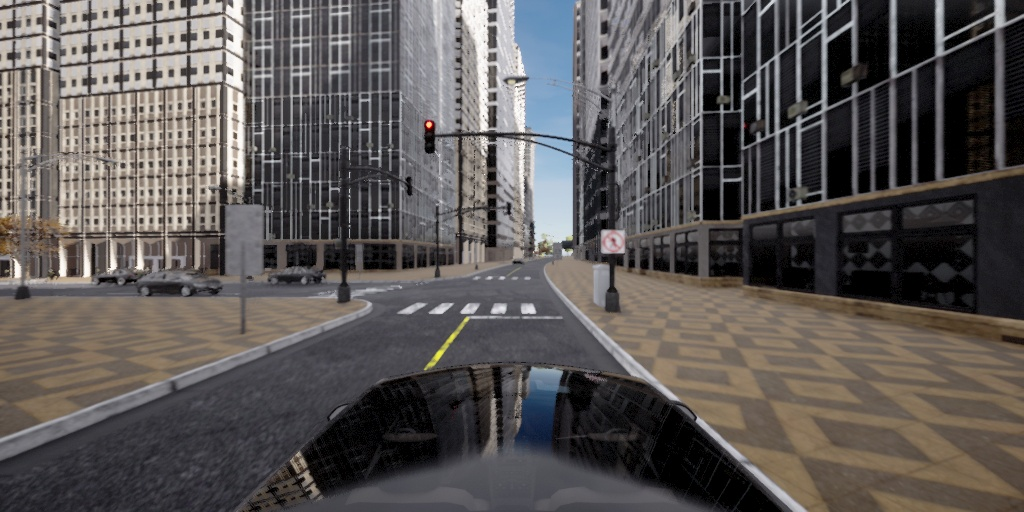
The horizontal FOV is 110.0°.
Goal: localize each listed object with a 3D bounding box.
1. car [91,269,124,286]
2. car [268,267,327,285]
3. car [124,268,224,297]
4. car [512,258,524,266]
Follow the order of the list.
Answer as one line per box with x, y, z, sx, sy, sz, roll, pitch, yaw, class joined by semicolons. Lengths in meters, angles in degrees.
-33.263;1.788;30.556;4.313;1.339;1.948;0;0;9;car
-16.619;1.497;27.783;4.403;1.370;2.007;0;0;9;car
-17.996;1.485;19.516;4.403;1.370;2.007;0;0;9;car
1.096;1.052;64.650;1.895;1.301;4.718;0;0;8;car
